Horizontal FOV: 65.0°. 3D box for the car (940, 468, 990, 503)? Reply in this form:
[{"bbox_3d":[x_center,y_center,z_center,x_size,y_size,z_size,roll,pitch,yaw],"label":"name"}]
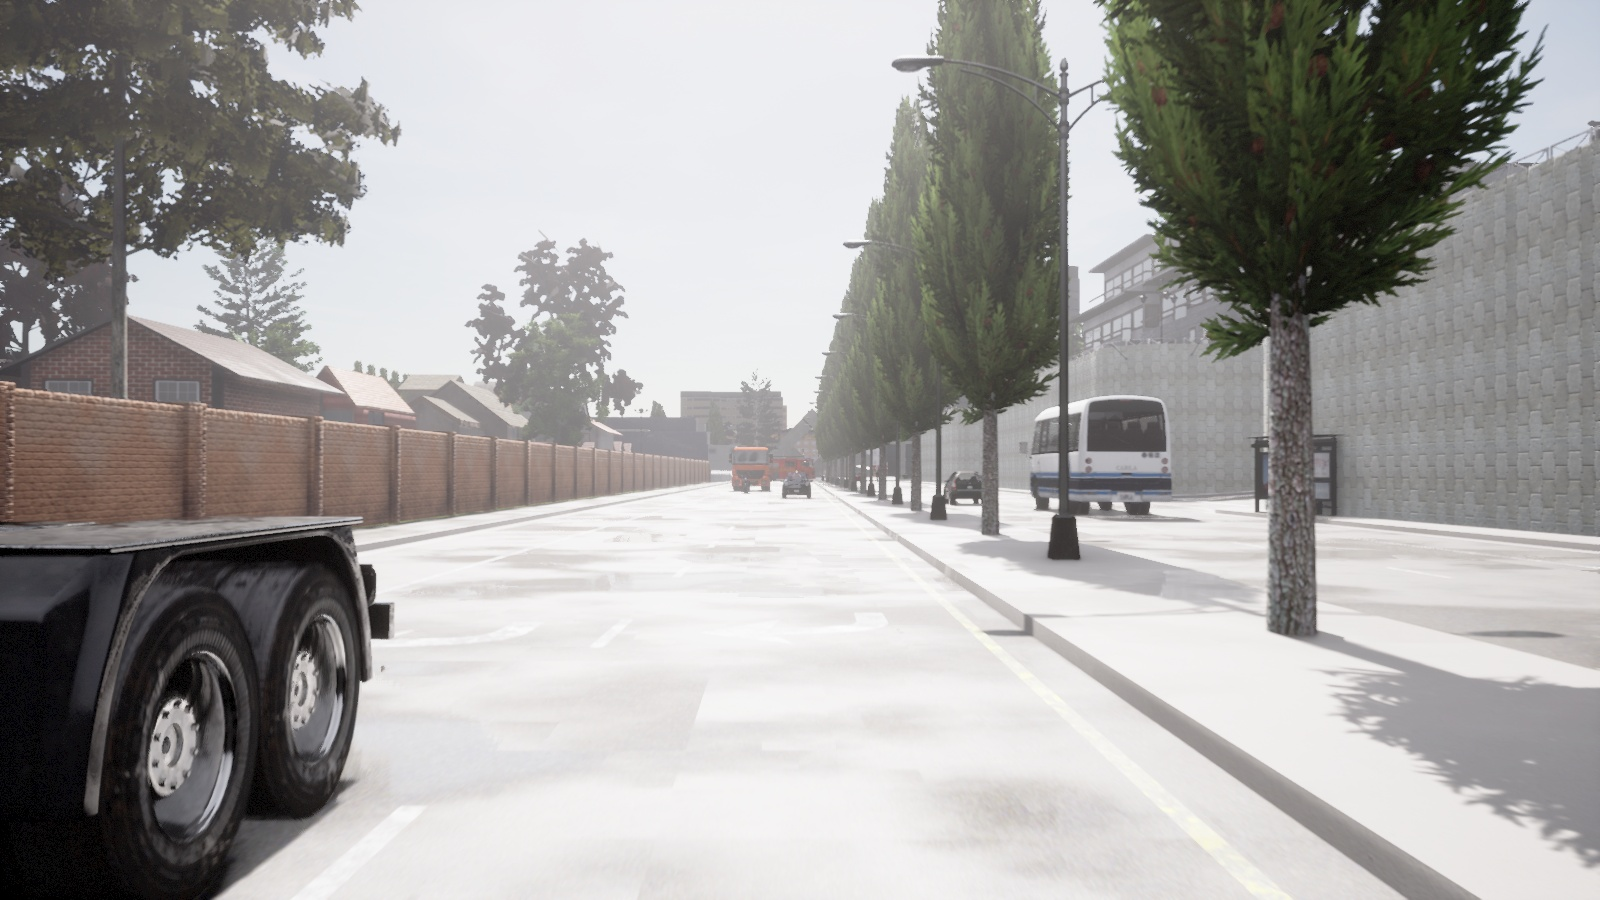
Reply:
[{"bbox_3d":[7.853,1.682,60.110,1.851,1.617,3.988,0,-1,0],"label":"car"}]

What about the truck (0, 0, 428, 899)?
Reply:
[{"bbox_3d":[-3.511,-0.103,3.027,2.891,3.462,7.936,0,-1,0],"label":"truck"}]

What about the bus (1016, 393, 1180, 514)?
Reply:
[{"bbox_3d":[11.375,0.218,49.334,3.944,4.253,10.273,0,-1,0],"label":"bus"}]

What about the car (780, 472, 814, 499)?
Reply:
[{"bbox_3d":[-0.174,2.032,71.819,1.845,1.501,3.633,0,-1,0],"label":"car"}]
